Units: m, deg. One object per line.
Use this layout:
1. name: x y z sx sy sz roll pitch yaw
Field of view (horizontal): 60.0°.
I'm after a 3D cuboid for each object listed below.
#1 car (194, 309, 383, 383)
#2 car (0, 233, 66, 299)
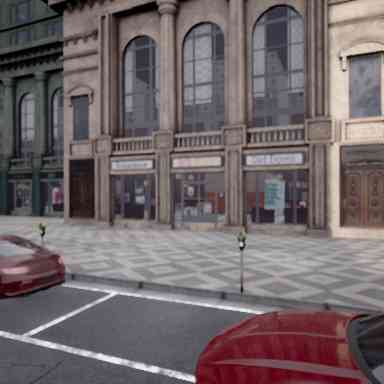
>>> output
1. car: 2.431 1.478 2.231 5.008 1.535 1.882 0 0 21
2. car: -4.751 1.579 7.380 4.206 1.307 1.802 0 0 23
